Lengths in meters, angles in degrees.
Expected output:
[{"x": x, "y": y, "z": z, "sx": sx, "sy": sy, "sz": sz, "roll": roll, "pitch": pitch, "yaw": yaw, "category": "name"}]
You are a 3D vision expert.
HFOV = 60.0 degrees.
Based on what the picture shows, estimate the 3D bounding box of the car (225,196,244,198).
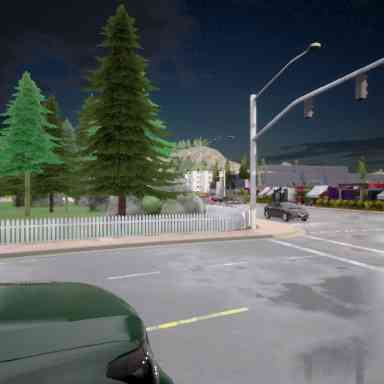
[{"x": 8.616, "y": 1.547, "z": 62.284, "sx": 2.128, "sy": 1.511, "sz": 4.902, "roll": 0, "pitch": 0, "yaw": -16, "category": "car"}]

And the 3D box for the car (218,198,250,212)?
[{"x": 4.893, "y": 1.656, "z": 36.943, "sx": 1.895, "sy": 1.301, "sz": 4.718, "roll": 0, "pitch": 0, "yaw": -16, "category": "car"}]

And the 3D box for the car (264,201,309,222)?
[{"x": 7.671, "y": 1.560, "z": 27.462, "sx": 1.837, "sy": 1.490, "sz": 4.892, "roll": 0, "pitch": 0, "yaw": -16, "category": "car"}]

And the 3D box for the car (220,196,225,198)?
[{"x": 5.989, "y": 1.559, "z": 71.147, "sx": 1.837, "sy": 1.490, "sz": 4.892, "roll": 0, "pitch": 0, "yaw": -16, "category": "car"}]

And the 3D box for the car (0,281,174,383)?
[{"x": -2.779, "y": 1.221, "z": 1.653, "sx": 5.566, "sy": 2.045, "sz": 2.150, "roll": 0, "pitch": 0, "yaw": -36, "category": "car"}]

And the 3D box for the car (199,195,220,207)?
[{"x": 1.858, "y": 1.561, "z": 47.322, "sx": 1.837, "sy": 1.490, "sz": 4.892, "roll": 0, "pitch": 0, "yaw": -16, "category": "car"}]

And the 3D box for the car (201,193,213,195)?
[{"x": 2.844, "y": 1.277, "z": 69.594, "sx": 2.150, "sy": 2.045, "sz": 5.566, "roll": 0, "pitch": 0, "yaw": -17, "category": "car"}]
